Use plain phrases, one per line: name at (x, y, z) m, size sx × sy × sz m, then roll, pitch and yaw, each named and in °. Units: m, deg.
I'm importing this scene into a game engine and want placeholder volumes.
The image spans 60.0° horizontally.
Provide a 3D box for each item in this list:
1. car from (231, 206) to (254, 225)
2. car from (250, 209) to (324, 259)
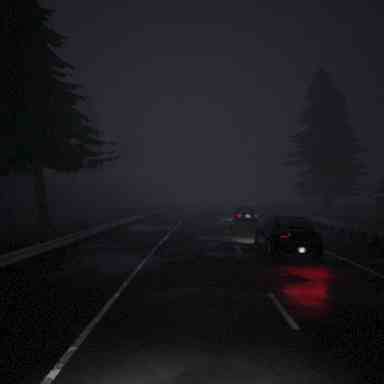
car at (4.297, 1.847, 27.157) m, size 2.033 × 1.411 × 5.357 m, roll 0°, pitch -1°, yaw 4°
car at (3.699, 1.655, 13.332) m, size 1.837 × 1.490 × 4.892 m, roll 0°, pitch 0°, yaw 2°
